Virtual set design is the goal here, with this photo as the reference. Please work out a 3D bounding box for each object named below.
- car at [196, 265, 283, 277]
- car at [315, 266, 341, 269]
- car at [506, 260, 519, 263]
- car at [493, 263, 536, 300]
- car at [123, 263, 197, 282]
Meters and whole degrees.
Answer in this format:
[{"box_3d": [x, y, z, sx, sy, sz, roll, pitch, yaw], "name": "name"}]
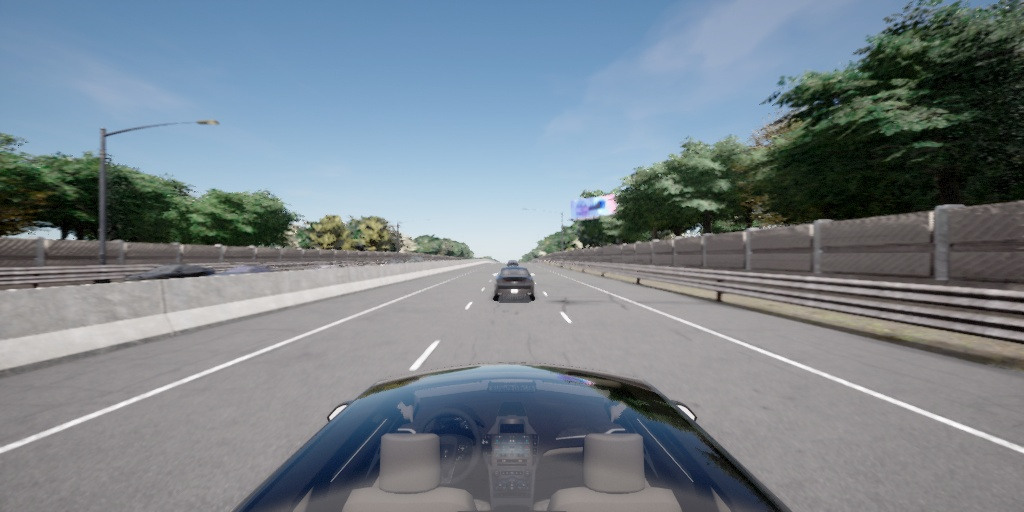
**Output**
[{"box_3d": [-17.585, 1.319, 23.966, 2.033, 1.411, 5.357, 0, 0, 0], "name": "car"}, {"box_3d": [-14.080, 1.377, 26.989, 1.895, 1.301, 4.718, 0, 0, 0], "name": "car"}, {"box_3d": [0.114, 1.360, 54.456, 1.837, 1.490, 4.892, 0, 0, 0], "name": "car"}, {"box_3d": [0.105, 1.264, 17.740, 1.837, 1.490, 4.892, 0, 0, 0], "name": "car"}, {"box_3d": [-21.084, 1.247, 22.372, 1.882, 1.535, 5.008, 0, 0, 0], "name": "car"}]
